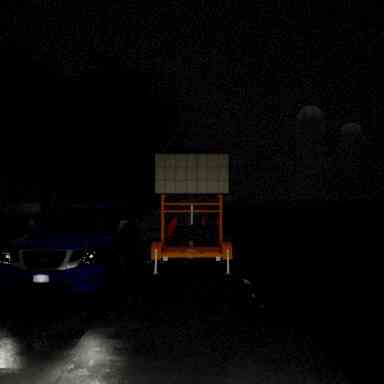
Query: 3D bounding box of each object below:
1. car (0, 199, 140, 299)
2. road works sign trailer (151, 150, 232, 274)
[{"bbox_3d":[-2.754,1.234,8.829,2.150,2.045,5.566,0,0,0],"label":"car"},{"bbox_3d":[-0.004,0.482,10.560,2.380,3.560,2.880,0,0,0],"label":"road works sign trailer"}]
